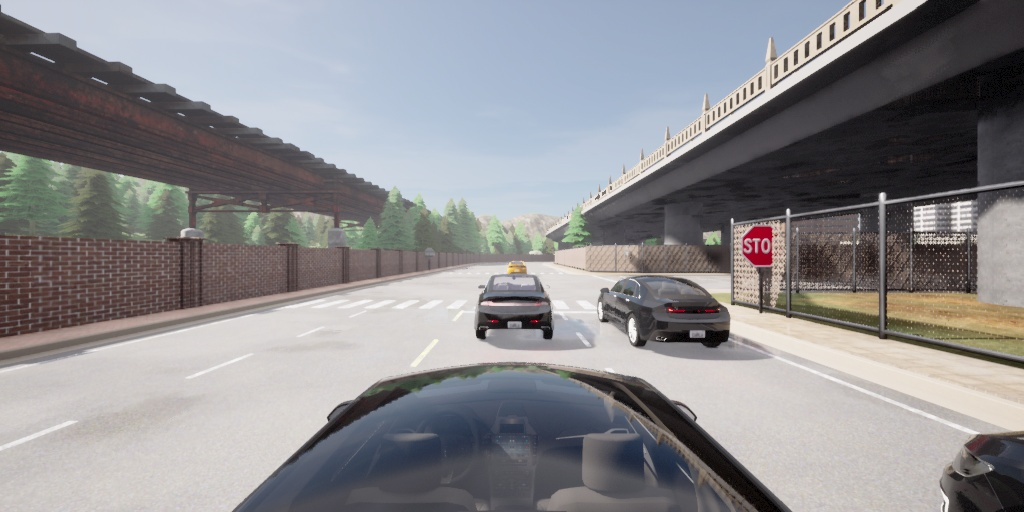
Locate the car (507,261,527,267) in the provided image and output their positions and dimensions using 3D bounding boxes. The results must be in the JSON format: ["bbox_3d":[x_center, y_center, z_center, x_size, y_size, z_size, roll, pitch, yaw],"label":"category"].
[{"bbox_3d":[0.554,1.227,37.033,1.882,1.535,5.008,0,0,1],"label":"car"}]

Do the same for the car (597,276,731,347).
[{"bbox_3d":[3.559,1.255,9.299,1.837,1.490,4.892,0,0,0],"label":"car"}]

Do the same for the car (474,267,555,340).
[{"bbox_3d":[0.057,1.241,10.000,2.128,1.511,4.902,0,0,0],"label":"car"}]

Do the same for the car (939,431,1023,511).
[{"bbox_3d":[3.556,1.255,0.127,1.837,1.490,4.892,0,0,0],"label":"car"}]
